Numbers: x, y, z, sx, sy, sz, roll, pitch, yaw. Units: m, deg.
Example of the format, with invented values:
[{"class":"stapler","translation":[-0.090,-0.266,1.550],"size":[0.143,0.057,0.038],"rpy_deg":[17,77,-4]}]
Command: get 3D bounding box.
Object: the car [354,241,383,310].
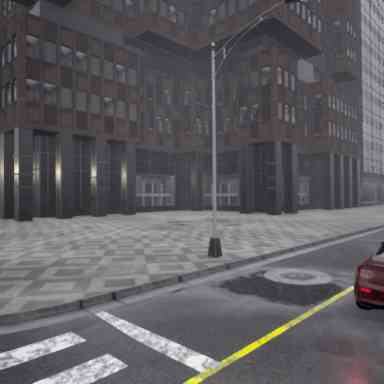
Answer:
[{"class":"car","translation":[4.837,1.533,6.820],"size":[1.812,1.442,4.674],"rpy_deg":[-1,-1,44]}]
